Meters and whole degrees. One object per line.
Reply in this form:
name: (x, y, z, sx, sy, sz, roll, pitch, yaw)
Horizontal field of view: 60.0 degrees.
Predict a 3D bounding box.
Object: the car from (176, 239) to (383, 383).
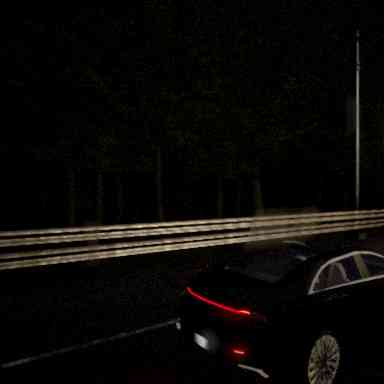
car: (2.081, 1.509, 5.232, 4.902, 1.511, 2.128, 0, 0, -35)
